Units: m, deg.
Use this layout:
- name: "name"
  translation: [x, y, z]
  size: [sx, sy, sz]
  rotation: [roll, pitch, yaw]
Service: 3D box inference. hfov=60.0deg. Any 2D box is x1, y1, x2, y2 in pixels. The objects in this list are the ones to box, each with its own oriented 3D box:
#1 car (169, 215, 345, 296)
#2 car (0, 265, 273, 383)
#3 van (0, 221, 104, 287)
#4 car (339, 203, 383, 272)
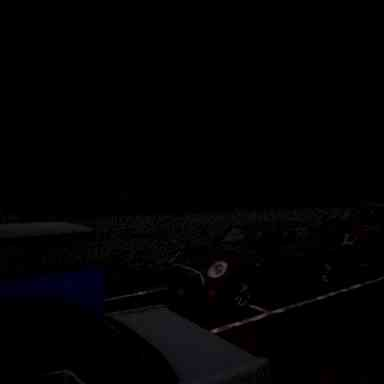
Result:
- name: "car"
  translation: [1.409, 1.431, 7.659]
  size: [4.097, 1.590, 1.967]
  rotation: [0, 0, -36]
- name: "car"
  translation: [-1.731, 1.601, 2.144]
  size: [4.718, 1.301, 1.895]
  rotation: [0, 0, -36]
- name: "van"
  translation: [-3.184, 1.341, 4.383]
  size: [3.998, 1.788, 1.690]
  rotation: [0, 0, -36]
- name: "car"
  translation: [6.001, 1.297, 10.935]
  size: [5.009, 1.841, 2.192]
  rotation: [0, 0, -36]
